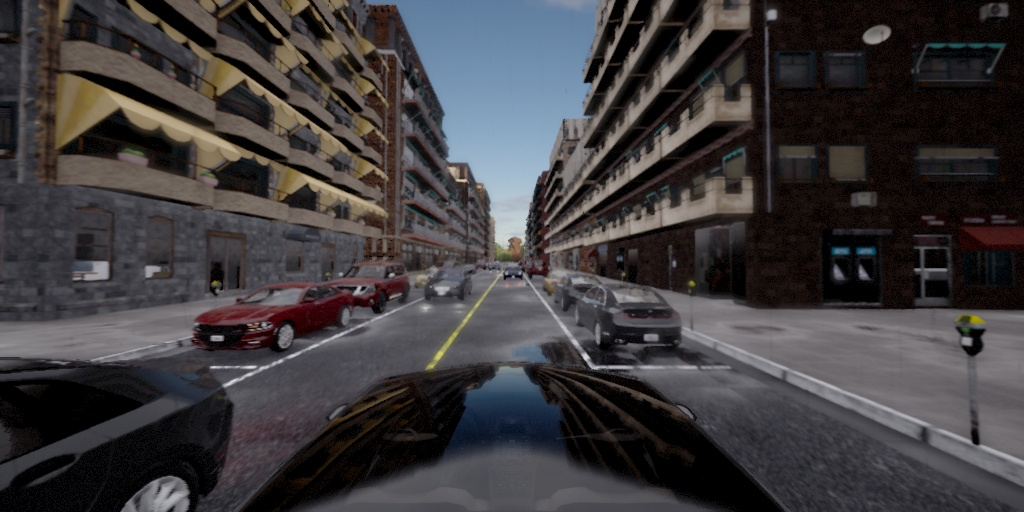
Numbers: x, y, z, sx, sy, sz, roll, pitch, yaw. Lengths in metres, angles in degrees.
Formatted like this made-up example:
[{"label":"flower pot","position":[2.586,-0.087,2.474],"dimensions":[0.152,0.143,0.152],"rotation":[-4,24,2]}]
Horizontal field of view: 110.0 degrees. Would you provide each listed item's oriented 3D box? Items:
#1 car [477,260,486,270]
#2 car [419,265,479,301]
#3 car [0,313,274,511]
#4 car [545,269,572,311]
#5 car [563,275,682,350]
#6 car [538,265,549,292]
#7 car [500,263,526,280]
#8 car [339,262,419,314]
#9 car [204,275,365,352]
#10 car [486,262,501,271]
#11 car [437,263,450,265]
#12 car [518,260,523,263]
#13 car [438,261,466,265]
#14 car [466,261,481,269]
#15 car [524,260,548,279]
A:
[{"label":"car","position":[-5.679,1.630,64.836],"dimensions":[2.192,1.841,5.009],"rotation":[0,0,0]},{"label":"car","position":[-3.098,1.387,18.250],"dimensions":[2.128,1.511,4.902],"rotation":[0,-1,0]},{"label":"car","position":[-3.100,1.248,0.795],"dimensions":[1.837,1.490,4.892],"rotation":[0,-1,0]},{"label":"car","position":[2.693,1.414,14.693],"dimensions":[2.007,1.370,4.403],"rotation":[0,0,0]},{"label":"car","position":[2.692,1.365,9.126],"dimensions":[2.007,1.370,4.403],"rotation":[0,0,0]},{"label":"car","position":[2.694,1.438,20.431],"dimensions":[1.751,1.417,4.829],"rotation":[0,0,0]},{"label":"car","position":[0.107,1.643,34.747],"dimensions":[1.895,1.301,4.718],"rotation":[0,-1,0]},{"label":"car","position":[-5.688,1.179,14.728],"dimensions":[2.192,1.841,5.009],"rotation":[0,0,0]},{"label":"car","position":[-5.689,1.361,9.161],"dimensions":[1.888,1.381,4.507],"rotation":[0,0,0]},{"label":"car","position":[-2.990,1.866,62.061],"dimensions":[1.994,1.385,4.181],"rotation":[0,-1,0]},{"label":"car","position":[-5.686,1.488,25.693],"dimensions":[1.751,1.417,4.829],"rotation":[0,0,0]},{"label":"car","position":[0.106,1.616,45.377],"dimensions":[1.882,1.535,5.008],"rotation":[0,0,0]},{"label":"car","position":[-5.685,1.327,31.431],"dimensions":[2.192,1.841,5.009],"rotation":[0,0,0]},{"label":"car","position":[-5.682,1.729,48.134],"dimensions":[1.948,1.339,4.313],"rotation":[0,0,0]},{"label":"car","position":[2.697,1.377,36.964],"dimensions":[2.192,1.841,5.009],"rotation":[0,0,0]}]
